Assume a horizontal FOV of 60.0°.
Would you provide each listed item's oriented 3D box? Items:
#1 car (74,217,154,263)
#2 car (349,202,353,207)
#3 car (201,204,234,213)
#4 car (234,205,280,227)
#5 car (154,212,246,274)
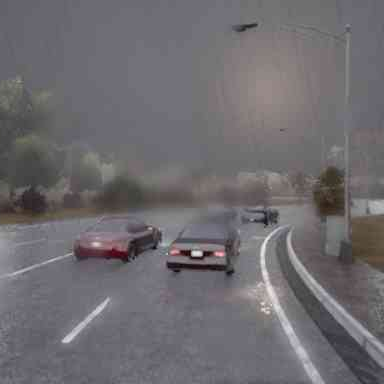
[{"bbox_3d":[-2.603,1.649,12.552,1.994,1.385,4.181,0,0,13],"label":"car"},{"bbox_3d":[27.082,1.820,59.827,4.553,1.767,2.097,0,1,-42],"label":"car"},{"bbox_3d":[2.176,1.723,26.559,1.812,1.442,4.674,0,0,28],"label":"car"},{"bbox_3d":[5.190,1.714,24.795,2.128,1.511,4.902,0,0,27],"label":"car"},{"bbox_3d":[0.587,1.637,10.944,2.033,1.411,5.357,0,0,11],"label":"car"}]
